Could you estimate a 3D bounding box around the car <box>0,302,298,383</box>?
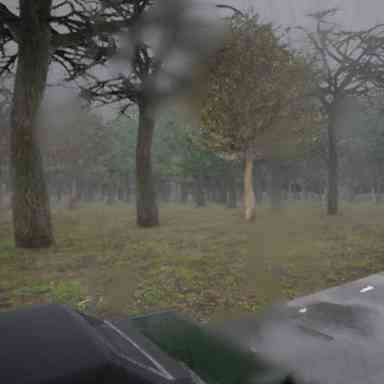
[{"bbox_3d":[-1.575,1.604,1.948,4.718,1.301,1.895,-1,1,-35],"label":"car"}]
